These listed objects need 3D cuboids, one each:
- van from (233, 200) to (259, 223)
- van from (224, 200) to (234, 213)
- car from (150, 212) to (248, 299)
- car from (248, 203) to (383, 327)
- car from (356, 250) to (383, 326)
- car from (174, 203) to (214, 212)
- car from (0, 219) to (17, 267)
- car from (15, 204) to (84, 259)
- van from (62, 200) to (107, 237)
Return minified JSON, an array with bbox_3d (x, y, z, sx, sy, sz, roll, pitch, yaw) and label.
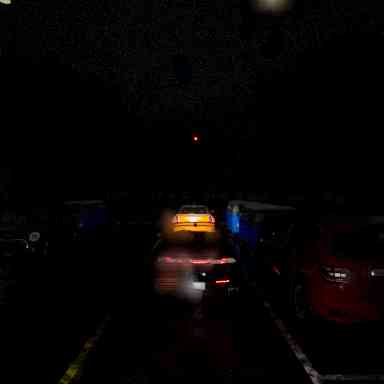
[{"bbox_3d":[2.741,1.342,12.372,1.690,1.788,3.998,0,0,0],"label":"van"},{"bbox_3d":[2.732,1.342,17.810,1.690,1.788,3.998,0,0,0],"label":"van"},{"bbox_3d":[0.089,1.492,8.456,2.128,1.511,4.902,0,0,0],"label":"car"},{"bbox_3d":[2.751,1.315,6.935,2.192,1.841,5.009,0,0,0],"label":"car"},{"bbox_3d":[2.760,1.440,1.497,1.967,1.590,4.097,0,0,0],"label":"car"},{"bbox_3d":[0.109,1.353,17.505,2.097,1.767,4.553,0,0,1],"label":"car"},{"bbox_3d":[-5.774,1.525,6.750,1.752,1.417,4.829,0,0,0],"label":"car"},{"bbox_3d":[-5.784,1.441,12.358,1.967,1.590,4.097,0,0,0],"label":"car"},{"bbox_3d":[-5.793,1.342,17.795,1.690,1.788,3.998,0,0,0],"label":"van"}]
